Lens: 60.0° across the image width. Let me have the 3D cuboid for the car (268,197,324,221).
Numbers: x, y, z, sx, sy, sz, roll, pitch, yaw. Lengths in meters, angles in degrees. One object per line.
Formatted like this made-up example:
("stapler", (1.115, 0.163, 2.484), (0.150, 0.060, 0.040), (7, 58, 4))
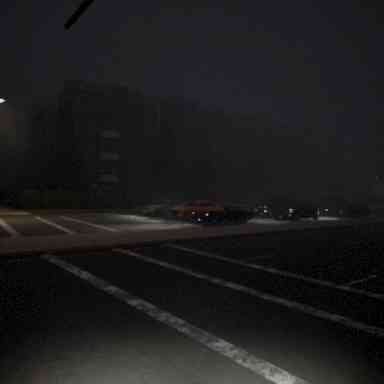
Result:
("car", (9.341, 1.576, 29.736), (4.553, 1.767, 2.097), (2, 0, -38))

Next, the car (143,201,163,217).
("car", (-2.129, 1.409, 29.583), (4.674, 1.442, 1.812), (2, 0, -38))

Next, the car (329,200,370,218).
("car", (17.476, 1.945, 36.172), (4.902, 1.511, 2.128), (2, 0, -38))

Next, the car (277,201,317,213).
("car", (13.224, 1.865, 41.739), (5.357, 1.411, 2.033), (2, 0, -38))

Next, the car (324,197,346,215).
("car", (16.715, 1.646, 40.022), (5.566, 2.045, 2.150), (2, 0, -38))

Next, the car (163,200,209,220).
("car", (0.497, 1.443, 27.197), (5.008, 1.535, 1.882), (2, 0, -38))

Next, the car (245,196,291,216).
("car", (8.272, 1.408, 33.355), (5.566, 2.045, 2.150), (2, 0, -38))

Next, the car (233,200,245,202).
("car", (5.192, 1.568, 35.377), (5.008, 1.535, 1.882), (2, 0, -38))

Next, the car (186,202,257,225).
("car", (2.227, 1.623, 24.110), (4.718, 1.301, 1.895), (2, 0, -38))
